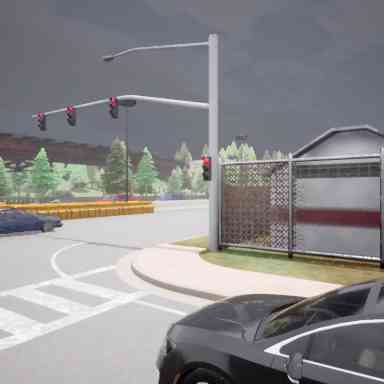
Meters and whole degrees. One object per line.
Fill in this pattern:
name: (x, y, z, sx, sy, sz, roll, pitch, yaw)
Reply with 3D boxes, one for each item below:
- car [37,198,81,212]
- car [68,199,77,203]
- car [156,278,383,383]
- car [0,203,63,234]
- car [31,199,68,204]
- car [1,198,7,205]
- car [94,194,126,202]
car: (-15.841, 1.526, 39.857, 1.812, 1.442, 4.674, 0, 0, 34)
car: (-14.903, 1.601, 34.978, 1.895, 1.301, 4.718, 0, 0, 34)
car: (1.873, 1.505, 2.671, 4.892, 1.490, 1.837, 0, 0, 36)
car: (-9.570, 1.547, 17.400, 2.033, 1.411, 5.357, 0, 0, 34)
car: (-13.879, 1.564, 30.200, 1.994, 1.385, 4.181, 0, 0, 33)
car: (-20.676, 1.352, 32.635, 2.097, 1.767, 4.553, 0, 0, 34)
car: (-8.743, 1.221, 37.910, 2.150, 2.045, 5.566, 0, 0, 34)
